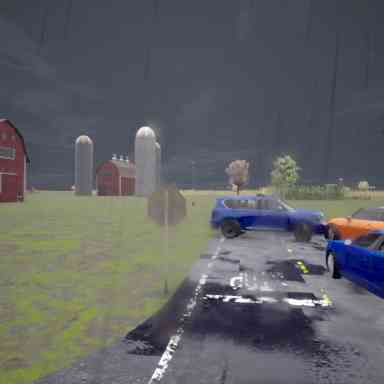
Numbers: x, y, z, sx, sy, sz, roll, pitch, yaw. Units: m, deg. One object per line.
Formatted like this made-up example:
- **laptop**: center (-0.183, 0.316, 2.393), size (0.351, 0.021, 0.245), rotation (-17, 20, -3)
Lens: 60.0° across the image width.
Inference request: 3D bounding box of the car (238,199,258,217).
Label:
- **car**: center (5.504, 1.502, 33.003), size (1.837, 1.490, 4.892), rotation (0, 0, 9)

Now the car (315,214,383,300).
- **car**: center (4.521, 1.480, 6.994), size (1.882, 1.535, 5.008), rotation (0, 0, 0)

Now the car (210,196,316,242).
- **car**: center (3.647, 1.218, 16.365), size (5.566, 2.045, 2.150), rotation (0, 0, 22)

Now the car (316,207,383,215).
- **car**: center (7.468, 1.366, 13.408), size (2.097, 1.767, 4.553), rotation (0, 0, -17)

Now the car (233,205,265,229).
- **car**: center (3.849, 1.601, 22.696), size (1.895, 1.301, 4.718), rotation (0, 0, 9)
